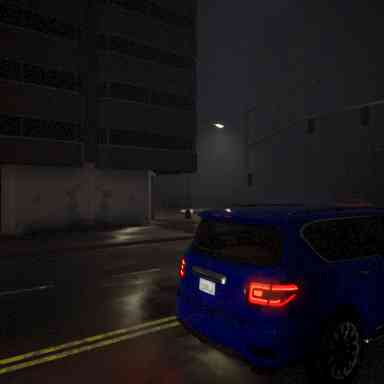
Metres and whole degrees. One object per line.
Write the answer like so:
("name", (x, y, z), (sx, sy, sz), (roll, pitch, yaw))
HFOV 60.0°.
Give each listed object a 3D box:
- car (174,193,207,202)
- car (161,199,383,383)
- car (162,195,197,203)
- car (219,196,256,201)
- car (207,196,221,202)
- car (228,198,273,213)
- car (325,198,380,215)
("car", (-0.762, 1.223, 48.210), (2.150, 2.045, 5.566), (0, 0, -35))
("car", (2.380, 1.221, 5.507), (5.566, 2.045, 2.150), (0, 0, -35))
("car", (-2.072, 1.547, 44.036), (2.033, 1.411, 5.357), (0, 0, -36))
("car", (5.405, 1.491, 33.789), (2.128, 1.511, 4.902), (0, 0, -36))
("car", (3.270, 1.353, 48.874), (2.097, 1.767, 4.553), (0, 0, -36))
("car", (6.610, 1.491, 38.073), (2.128, 1.511, 4.902), (0, 0, -36))
("car", (17.142, 1.478, 35.720), (1.882, 1.535, 5.008), (-2, 1, -43))
